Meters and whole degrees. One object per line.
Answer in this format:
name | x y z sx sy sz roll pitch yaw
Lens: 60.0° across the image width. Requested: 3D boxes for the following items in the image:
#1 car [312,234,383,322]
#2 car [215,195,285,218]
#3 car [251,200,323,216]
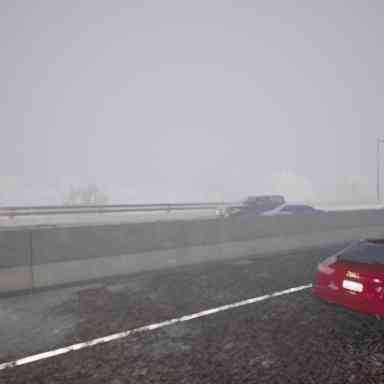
car | 4.383 1.575 6.841 4.181 1.385 1.994 0 0 -35
car | 4.700 1.247 24.410 5.566 2.045 2.150 0 0 -35
car | 6.385 1.503 21.317 5.008 1.535 1.882 0 0 -35
